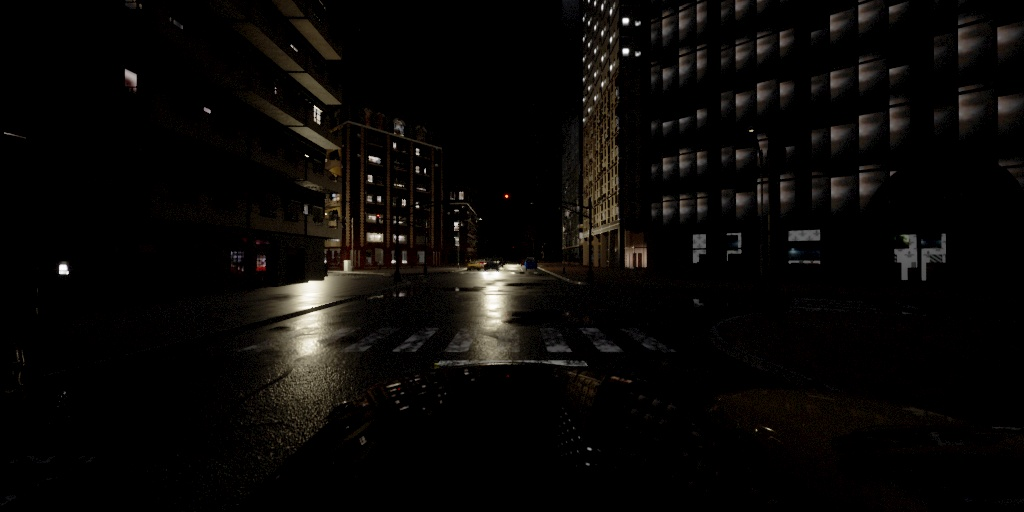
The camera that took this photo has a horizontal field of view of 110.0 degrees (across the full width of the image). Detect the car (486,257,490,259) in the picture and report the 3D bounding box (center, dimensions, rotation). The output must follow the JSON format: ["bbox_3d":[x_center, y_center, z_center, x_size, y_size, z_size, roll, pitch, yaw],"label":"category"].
[{"bbox_3d":[-5.240,1.259,61.200,1.967,1.591,4.097,0,0,0],"label":"car"}]

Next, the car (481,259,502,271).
[{"bbox_3d":[-2.788,1.394,49.248,1.895,1.301,4.718,0,0,0],"label":"car"}]

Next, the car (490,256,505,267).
[{"bbox_3d":[-2.732,1.050,64.597,2.150,2.045,5.566,0,0,1],"label":"car"}]

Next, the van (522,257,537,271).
[{"bbox_3d":[2.626,1.136,50.084,1.690,1.789,3.998,0,0,0],"label":"van"}]

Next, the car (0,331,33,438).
[{"bbox_3d":[-5.318,1.064,1.095,2.192,1.841,5.009,0,0,0],"label":"car"}]

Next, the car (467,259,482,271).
[{"bbox_3d":[-5.255,1.320,49.925,1.751,1.417,4.829,0,0,0],"label":"car"}]

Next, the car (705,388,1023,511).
[{"bbox_3d":[2.563,1.275,1.261,1.751,1.417,4.829,0,0,0],"label":"car"}]
